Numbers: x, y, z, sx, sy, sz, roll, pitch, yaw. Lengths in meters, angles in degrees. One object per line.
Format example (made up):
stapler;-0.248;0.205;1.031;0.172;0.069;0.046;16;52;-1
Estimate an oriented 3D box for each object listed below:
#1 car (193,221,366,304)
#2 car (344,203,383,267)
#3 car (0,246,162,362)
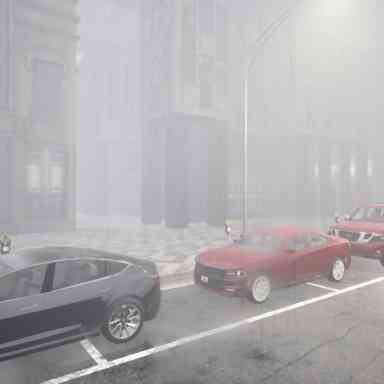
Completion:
car;2.086;1.545;8.142;4.507;1.381;1.887;0;0;-36
car;6.671;1.316;11.420;5.009;1.841;2.192;0;0;-36
car;-2.498;1.566;4.864;4.313;1.339;1.947;0;0;-36
